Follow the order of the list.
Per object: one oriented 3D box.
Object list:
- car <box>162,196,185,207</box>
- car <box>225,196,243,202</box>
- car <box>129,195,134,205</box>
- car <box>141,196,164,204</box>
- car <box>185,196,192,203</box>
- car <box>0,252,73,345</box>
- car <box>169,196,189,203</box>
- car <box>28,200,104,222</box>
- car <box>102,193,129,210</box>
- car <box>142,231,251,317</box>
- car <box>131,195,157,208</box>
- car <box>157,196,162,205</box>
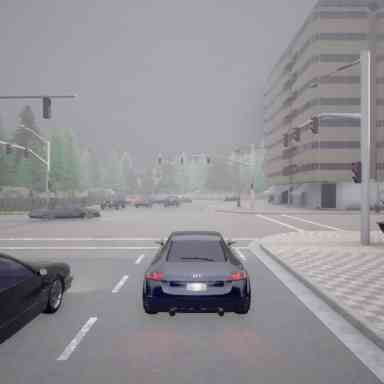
[{"bbox_3d":[-2.831,1.352,51.809,2.097,1.767,4.553,0,0,6],"label":"car"},{"bbox_3d":[9.518,1.524,75.666,4.674,1.442,1.812,0,0,-41],"label":"car"},{"bbox_3d":[-9.617,1.352,53.814,2.097,1.767,4.553,0,0,8],"label":"car"},{"bbox_3d":[-7.384,1.547,63.245,2.033,1.411,5.357,0,0,21],"label":"car"},{"bbox_3d":[-1.718,1.564,67.205,1.994,1.385,4.181,0,0,28],"label":"car"},{"bbox_3d":[-3.429,1.547,4.554,2.033,1.411,5.357,0,0,0],"label":"car"},{"bbox_3d":[-2.769,1.524,72.384,1.812,1.442,4.674,0,0,34],"label":"car"},{"bbox_3d":[-10.189,1.577,26.703,5.357,1.411,2.033,0,0,-27],"label":"car"},{"bbox_3d":[-10.433,1.221,44.380,2.150,2.045,5.566,0,0,2],"label":"car"},{"bbox_3d":[0.088,1.564,7.589,1.994,1.385,4.181,0,0,0],"label":"car"},{"bbox_3d":[-6.859,1.547,48.040,2.033,1.411,5.357,0,0,2],"label":"car"},{"bbox_3d":[-5.398,1.477,57.911,1.882,1.535,5.008,0,0,15],"label":"car"}]
